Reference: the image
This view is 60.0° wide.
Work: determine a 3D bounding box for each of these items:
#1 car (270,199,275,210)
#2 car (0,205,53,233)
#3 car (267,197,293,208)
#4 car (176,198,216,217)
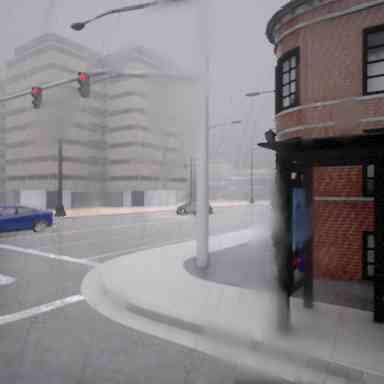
[{"bbox_3d":[11.812,1.476,41.671,1.882,1.535,5.008,0,0,35],"label":"car"},{"bbox_3d":[-9.852,1.476,17.455,1.882,1.535,5.008,0,0,35],"label":"car"},{"bbox_3d":[13.332,1.491,50.058,2.128,1.511,4.902,0,0,36],"label":"car"},{"bbox_3d":[0.299,1.562,31.813,1.994,1.385,4.181,0,0,35],"label":"car"}]
